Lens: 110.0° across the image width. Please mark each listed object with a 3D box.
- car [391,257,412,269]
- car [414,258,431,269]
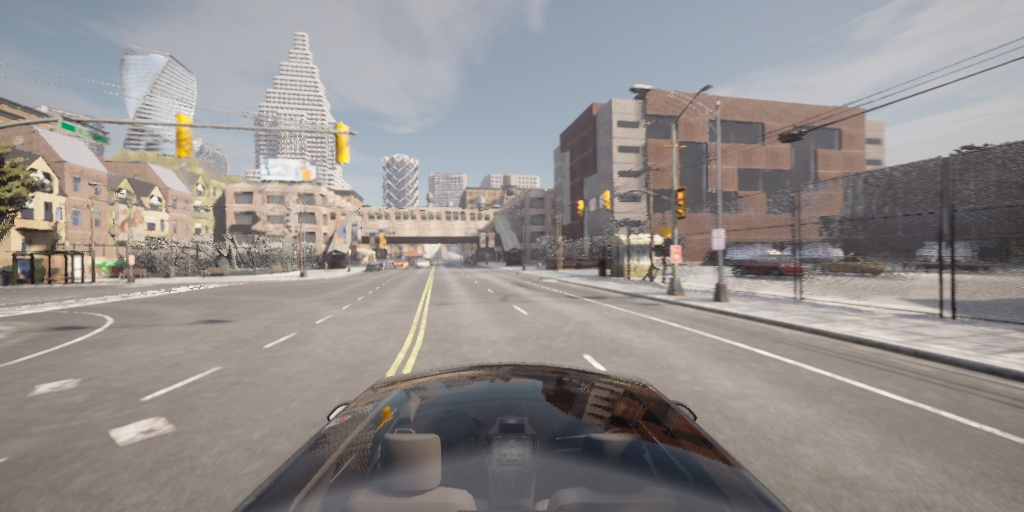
[{"bbox_3d":[-18.560,1.267,60.241,2.097,1.767,4.553,-1,0,-11],"label":"car"},{"bbox_3d":[-15.120,1.388,60.900,1.812,1.442,4.674,-1,0,-11],"label":"car"}]
